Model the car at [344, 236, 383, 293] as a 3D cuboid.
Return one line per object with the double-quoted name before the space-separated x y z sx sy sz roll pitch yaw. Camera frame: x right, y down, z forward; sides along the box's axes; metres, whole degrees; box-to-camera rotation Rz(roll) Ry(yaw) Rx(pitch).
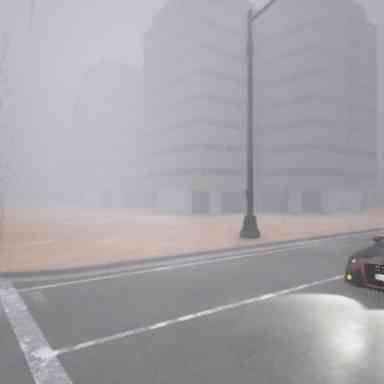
"car" 5.496 1.564 7.913 4.181 1.385 1.994 0 0 -36
